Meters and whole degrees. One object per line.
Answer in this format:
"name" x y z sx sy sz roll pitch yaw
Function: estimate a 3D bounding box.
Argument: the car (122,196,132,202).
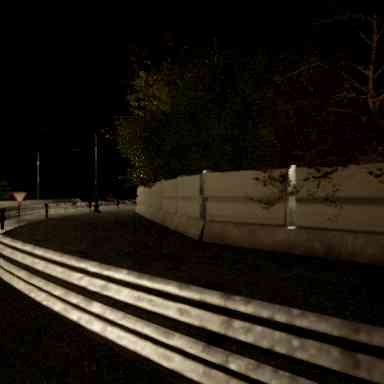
"car" -17.799 1.907 90.646 2.097 1.767 4.553 0 0 0

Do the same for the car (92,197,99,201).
"car" -26.144 2.093 90.297 2.033 1.411 5.357 0 0 -15

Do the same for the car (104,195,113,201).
"car" -22.738 1.783 91.101 2.150 2.045 5.566 0 0 -15
